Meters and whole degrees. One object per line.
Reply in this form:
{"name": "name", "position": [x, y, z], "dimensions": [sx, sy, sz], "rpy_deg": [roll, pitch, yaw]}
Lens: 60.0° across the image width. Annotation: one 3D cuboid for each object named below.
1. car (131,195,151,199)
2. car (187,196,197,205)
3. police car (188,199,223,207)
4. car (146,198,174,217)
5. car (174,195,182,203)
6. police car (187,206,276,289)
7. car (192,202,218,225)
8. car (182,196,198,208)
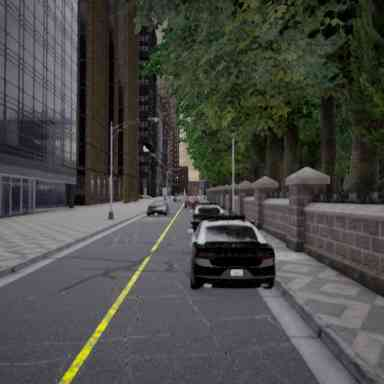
{"name": "car", "position": [-14.610, 1.519, 93.534], "dimensions": [4.403, 1.369, 2.008], "rpy_deg": [0, -1, 0]}
{"name": "car", "position": [0.019, 1.521, 61.410], "dimensions": [1.812, 1.442, 4.674], "rpy_deg": [0, 0, 0]}
{"name": "police car", "position": [0.906, 1.415, 19.275], "dimensions": [1.930, 1.638, 5.238], "rpy_deg": [0, 0, 0]}
{"name": "car", "position": [-3.089, 1.533, 31.239], "dimensions": [2.033, 1.411, 5.357], "rpy_deg": [0, 0, 0]}
{"name": "car", "position": [-2.979, 1.500, 69.581], "dimensions": [1.837, 1.490, 4.892], "rpy_deg": [0, 0, 0]}
{"name": "police car", "position": [0.903, 1.421, 9.273], "dimensions": [1.930, 1.638, 5.238], "rpy_deg": [0, 0, 0]}
{"name": "car", "position": [0.908, 1.513, 25.167], "dimensions": [1.812, 1.442, 4.674], "rpy_deg": [0, 0, 0]}
{"name": "car", "position": [0.049, 1.339, 46.657], "dimensions": [2.097, 1.767, 4.553], "rpy_deg": [0, 0, 1]}
